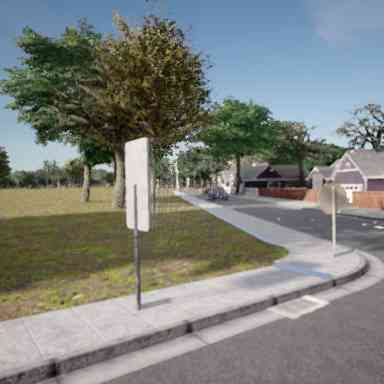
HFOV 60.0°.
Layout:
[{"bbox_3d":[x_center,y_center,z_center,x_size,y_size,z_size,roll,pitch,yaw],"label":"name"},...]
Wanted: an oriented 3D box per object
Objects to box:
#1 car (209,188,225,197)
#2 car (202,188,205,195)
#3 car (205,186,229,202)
[{"bbox_3d":[4.748,0.091,63.574,2.128,1.511,4.902,-1,2,-6],"label":"car"},{"bbox_3d":[3.383,-0.191,75.979,1.837,1.490,4.892,-1,2,-6],"label":"car"},{"bbox_3d":[3.582,0.256,46.474,2.150,2.045,5.566,-1,2,-6],"label":"car"}]
